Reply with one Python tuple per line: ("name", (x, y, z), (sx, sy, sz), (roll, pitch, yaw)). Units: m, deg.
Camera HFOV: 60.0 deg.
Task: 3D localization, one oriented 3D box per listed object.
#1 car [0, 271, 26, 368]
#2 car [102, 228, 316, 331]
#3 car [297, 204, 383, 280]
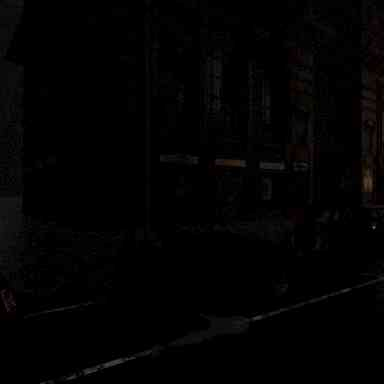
("car", (-4.207, 1.440, 3.646), (4.097, 1.590, 1.967), (0, 0, -35))
("car", (0.355, 1.566, 6.896), (4.313, 1.339, 1.947), (0, 0, -35))
("car", (4.919, 1.316, 10.146), (5.009, 1.841, 2.192), (0, 0, -35))
